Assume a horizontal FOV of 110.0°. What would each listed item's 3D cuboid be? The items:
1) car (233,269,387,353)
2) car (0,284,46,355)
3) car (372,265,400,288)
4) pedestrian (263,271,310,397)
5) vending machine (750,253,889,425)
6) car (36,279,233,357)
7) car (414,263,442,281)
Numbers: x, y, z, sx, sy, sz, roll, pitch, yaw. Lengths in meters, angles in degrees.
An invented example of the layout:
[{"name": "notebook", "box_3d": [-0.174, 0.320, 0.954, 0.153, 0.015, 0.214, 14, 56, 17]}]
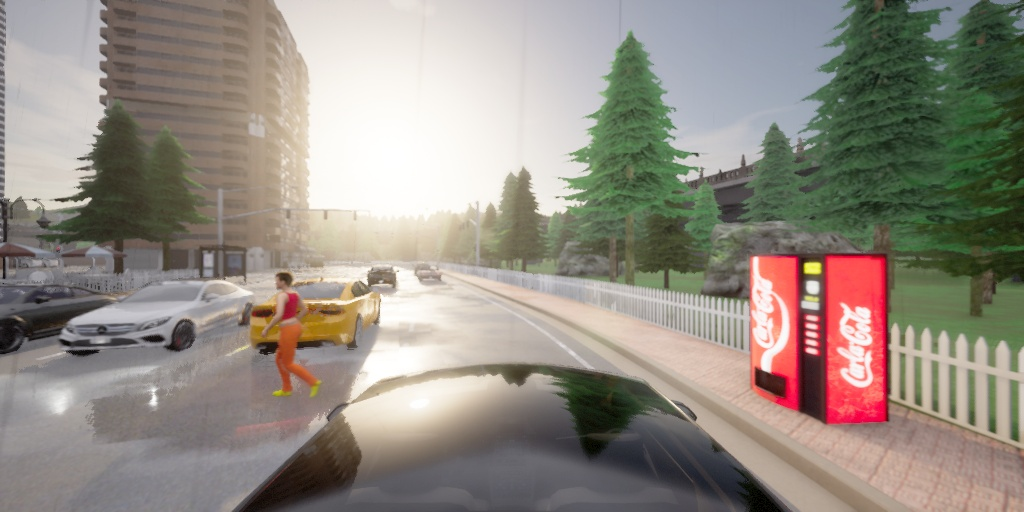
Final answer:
[{"name": "car", "box_3d": [-4.592, 1.273, 9.122, 1.882, 1.535, 5.008, 0, 0, -12]}, {"name": "car", "box_3d": [-11.703, 1.362, 8.411, 1.994, 1.385, 4.181, 0, 0, -13]}, {"name": "car", "box_3d": [-9.048, 1.395, 25.180, 1.837, 1.490, 4.892, 0, 0, -17]}, {"name": "pedestrian", "box_3d": [-3.191, 1.066, 5.089, 0.375, 1.860, 0.375, 0, 0, -7]}, {"name": "vending machine", "box_3d": [3.778, 0.958, 4.516, 1.100, 2.100, 0.880, 0, 0, -5]}, {"name": "car", "box_3d": [-8.244, 1.324, 8.993, 1.812, 1.442, 4.674, 0, 0, -13]}, {"name": "car", "box_3d": [-7.423, 1.528, 31.997, 1.895, 1.301, 4.718, 0, 0, -17]}]
